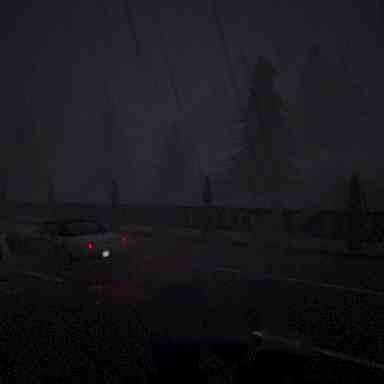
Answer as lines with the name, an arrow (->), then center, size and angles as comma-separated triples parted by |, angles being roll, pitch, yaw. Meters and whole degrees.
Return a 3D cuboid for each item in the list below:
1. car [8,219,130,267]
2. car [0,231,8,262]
car -> -4.435, 1.593, 11.456 | 4.718, 1.301, 1.895 | 0, 0, 36
car -> -7.289, 1.592, 9.193 | 4.718, 1.301, 1.895 | 0, 0, 36
